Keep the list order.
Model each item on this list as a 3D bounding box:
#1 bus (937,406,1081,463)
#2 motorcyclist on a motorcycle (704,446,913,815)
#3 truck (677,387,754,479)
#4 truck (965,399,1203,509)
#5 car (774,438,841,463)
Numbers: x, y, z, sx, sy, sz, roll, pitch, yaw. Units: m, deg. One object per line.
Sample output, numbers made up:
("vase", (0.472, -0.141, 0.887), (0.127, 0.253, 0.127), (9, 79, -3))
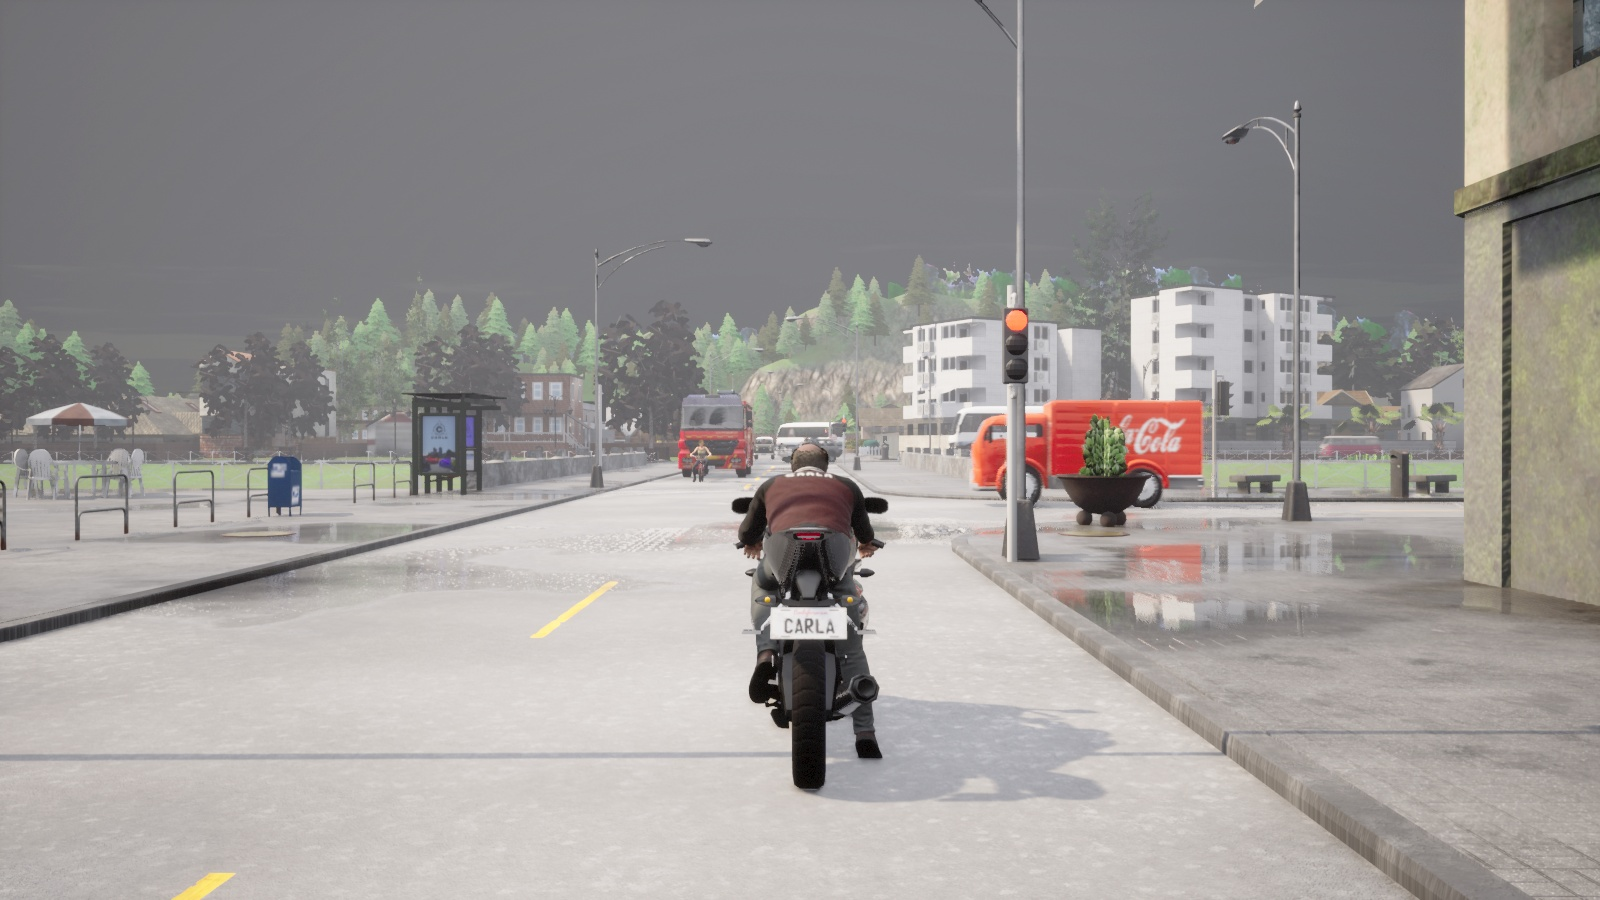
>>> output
("bus", (15.734, -1.155, 95.086), (10.273, 4.253, 3.944), (0, 0, 0))
("motorcyclist on a motorcycle", (0.047, 0.746, 6.323), (0.866, 1.530, 2.191), (0, 0, 1))
("truck", (-3.704, -0.743, 56.921), (2.891, 3.827, 8.468), (0, 0, 0))
("truck", (6.552, 0.097, 29.624), (5.204, 2.467, 2.627), (0, 0, 6))
("car", (0.578, 0.037, 93.221), (4.605, 1.855, 1.932), (0, 0, -28))
